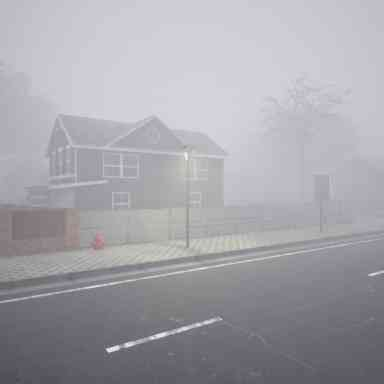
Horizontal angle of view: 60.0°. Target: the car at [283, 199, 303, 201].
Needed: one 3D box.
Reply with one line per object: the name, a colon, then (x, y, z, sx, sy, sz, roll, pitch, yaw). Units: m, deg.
car: (11.390, 1.528, 36.441, 2.128, 1.511, 4.902, 0, 0, -35)
